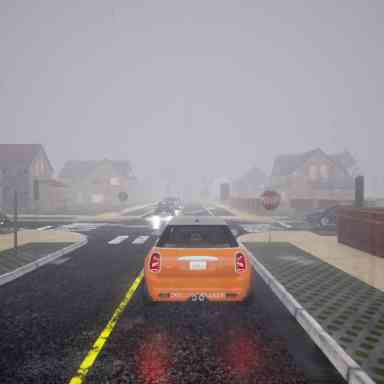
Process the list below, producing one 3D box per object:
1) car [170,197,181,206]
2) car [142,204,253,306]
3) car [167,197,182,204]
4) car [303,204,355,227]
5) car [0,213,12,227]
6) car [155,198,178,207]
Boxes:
[{"bbox_3d":[-2.804,1.680,57.340,1.812,1.442,4.674,0,0,0],"label":"car"},{"bbox_3d":[0.105,1.352,8.162,2.097,1.767,4.553,0,0,0],"label":"car"},{"bbox_3d":[-2.818,1.444,45.054,2.097,1.767,4.553,0,0,0],"label":"car"},{"bbox_3d":[10.265,1.579,23.101,4.892,1.490,1.837,0,0,-2],"label":"car"},{"bbox_3d":[-13.649,1.558,20.148,4.718,1.301,1.895,0,0,0],"label":"car"},{"bbox_3d":[-2.831,1.651,35.139,1.895,1.301,4.718,0,0,0],"label":"car"}]
